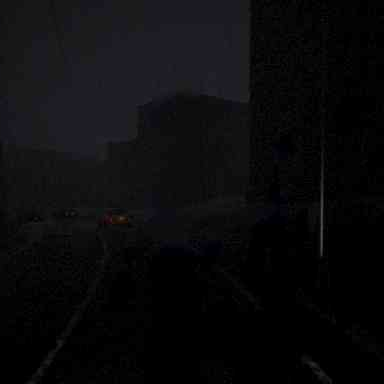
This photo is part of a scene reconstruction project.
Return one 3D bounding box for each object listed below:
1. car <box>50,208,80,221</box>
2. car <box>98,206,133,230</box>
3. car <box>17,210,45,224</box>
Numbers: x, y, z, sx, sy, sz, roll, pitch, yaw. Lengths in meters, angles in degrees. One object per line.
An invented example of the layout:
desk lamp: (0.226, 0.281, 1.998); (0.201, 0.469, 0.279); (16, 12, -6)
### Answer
car: (-14.905, 2.578, 38.956); (2.033, 1.411, 5.357); (-2, -1, -40)
car: (-5.756, 1.852, 24.554); (1.801, 1.575, 5.366); (-1, -1, -23)
car: (-17.630, 2.703, 36.386); (1.994, 1.385, 4.181); (-2, -2, -41)
